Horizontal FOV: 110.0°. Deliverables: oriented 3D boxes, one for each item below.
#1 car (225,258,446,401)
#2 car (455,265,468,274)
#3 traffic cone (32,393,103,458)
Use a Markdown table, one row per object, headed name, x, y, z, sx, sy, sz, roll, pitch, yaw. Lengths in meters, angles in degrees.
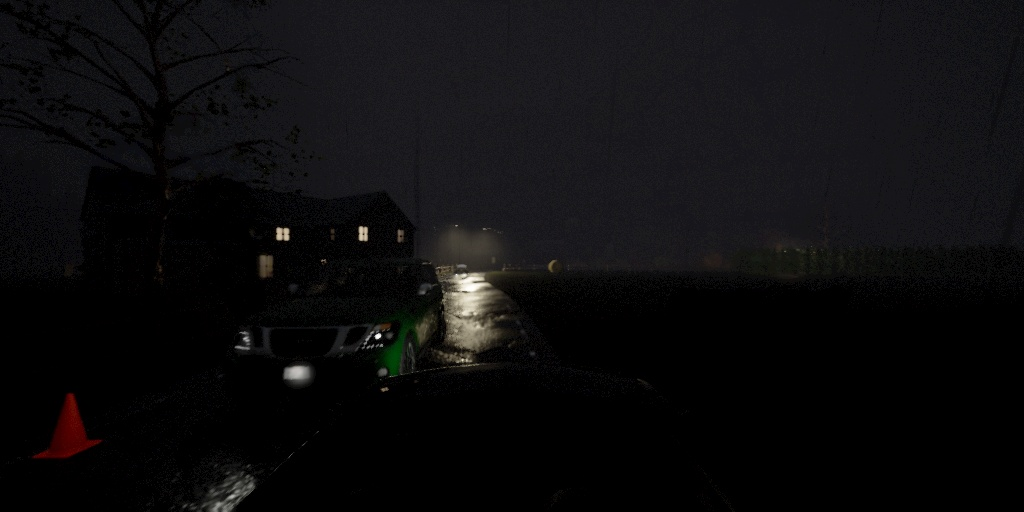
| name | x | y | z | sx | sy | sz | roll | pitch | yaw |
| --- | --- | --- | --- | --- | --- | --- | --- | --- | --- |
| car | -2.634 | 1.043 | 6.928 | 2.150 | 2.045 | 5.566 | 0 | -1 | -3 |
| car | -8.057 | 2.086 | 57.378 | 1.994 | 1.385 | 4.181 | 0 | -1 | -6 |
| traffic cone | -4.642 | 1.736 | 3.757 | 0.340 | 0.580 | 0.340 | 0 | 0 | -1 |
